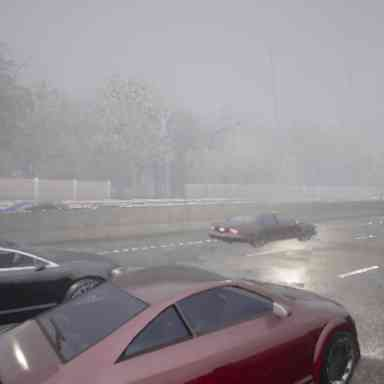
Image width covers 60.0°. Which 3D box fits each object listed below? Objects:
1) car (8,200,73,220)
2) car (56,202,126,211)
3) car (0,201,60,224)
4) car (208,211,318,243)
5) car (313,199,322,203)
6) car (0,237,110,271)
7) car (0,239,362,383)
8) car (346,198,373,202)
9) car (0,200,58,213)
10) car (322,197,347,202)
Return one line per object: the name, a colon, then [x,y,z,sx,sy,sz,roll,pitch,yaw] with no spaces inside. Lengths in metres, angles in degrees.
car: [-13.159,1.502,28.996,4.892,1.490,1.837,0,0,-35]
car: [-5.889,1.521,21.286,4.674,1.442,1.812,0,0,-35]
car: [-12.796,1.476,24.957,5.008,1.535,1.882,0,0,-35]
car: [3.236,1.539,14.652,5.357,1.411,2.033,0,0,-35]
car: [21.645,1.600,53.738,4.718,1.301,1.895,0,0,-35]
car: [-3.493,1.492,5.553,4.902,1.511,2.128,0,0,-35]
car: [0.078,1.562,3.799,4.181,1.385,1.994,0,0,-36]
car: [24.242,1.560,47.012,4.181,1.385,1.994,0,0,-35]
car: [-10.506,1.503,22.291,4.892,1.490,1.837,0,0,-35]
car: [22.102,1.500,49.783,4.892,1.490,1.837,0,0,-35]
